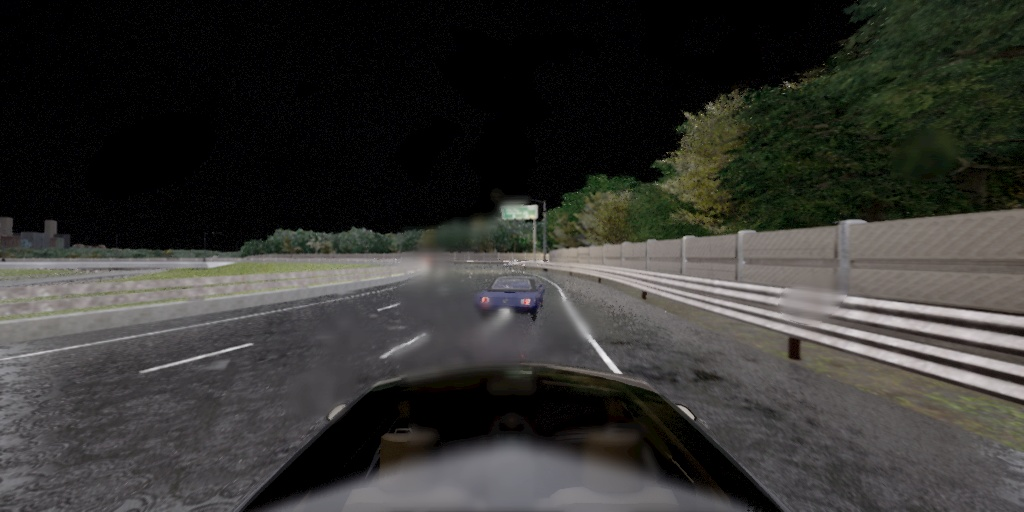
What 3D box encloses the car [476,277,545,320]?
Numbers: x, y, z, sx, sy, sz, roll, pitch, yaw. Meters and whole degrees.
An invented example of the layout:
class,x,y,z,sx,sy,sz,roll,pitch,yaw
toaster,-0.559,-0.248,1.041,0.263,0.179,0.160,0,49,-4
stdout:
class,x,y,z,sx,sy,sz,roll,pitch,yaw
car,0.166,1.389,12.838,1.895,1.301,4.718,0,0,8
